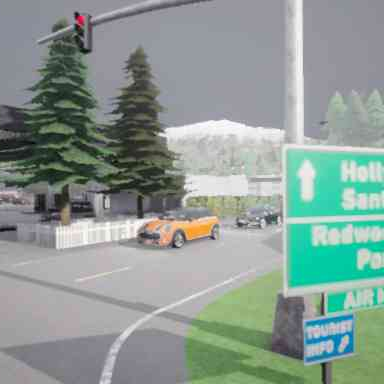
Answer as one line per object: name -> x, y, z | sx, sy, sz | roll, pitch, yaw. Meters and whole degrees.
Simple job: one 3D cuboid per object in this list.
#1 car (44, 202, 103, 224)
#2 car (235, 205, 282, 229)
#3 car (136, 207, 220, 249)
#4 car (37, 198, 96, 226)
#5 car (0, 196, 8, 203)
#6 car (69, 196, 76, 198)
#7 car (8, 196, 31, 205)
car -> -10.731, 1.811, 30.321 | 2.242, 1.667, 4.611 | -1, 0, 35
car -> 4.771, 1.692, 23.333 | 1.837, 1.490, 4.892 | -1, 0, 36
car -> -0.558, 1.571, 16.059 | 2.097, 1.767, 4.553 | -1, 0, 36
car -> -8.656, 1.614, 23.498 | 1.905, 1.878, 3.866 | -1, 0, 35
car -> -47.388, 1.811, 80.897 | 3.866, 1.878, 1.905 | -1, 0, 35
car -> -28.848, 1.888, 75.631 | 3.633, 1.501, 1.845 | -1, 0, 35
car -> -34.702, 1.900, 67.533 | 4.514, 1.523, 2.007 | -1, 0, 35
